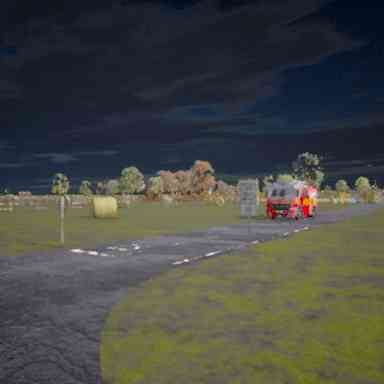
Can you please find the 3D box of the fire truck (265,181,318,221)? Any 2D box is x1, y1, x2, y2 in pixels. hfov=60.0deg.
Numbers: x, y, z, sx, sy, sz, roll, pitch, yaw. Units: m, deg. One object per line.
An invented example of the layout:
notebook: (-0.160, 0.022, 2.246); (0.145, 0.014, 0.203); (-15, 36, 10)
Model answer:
fire truck: (10.526, 0.848, 34.389); (2.891, 3.827, 8.468); (-1, -1, 35)
